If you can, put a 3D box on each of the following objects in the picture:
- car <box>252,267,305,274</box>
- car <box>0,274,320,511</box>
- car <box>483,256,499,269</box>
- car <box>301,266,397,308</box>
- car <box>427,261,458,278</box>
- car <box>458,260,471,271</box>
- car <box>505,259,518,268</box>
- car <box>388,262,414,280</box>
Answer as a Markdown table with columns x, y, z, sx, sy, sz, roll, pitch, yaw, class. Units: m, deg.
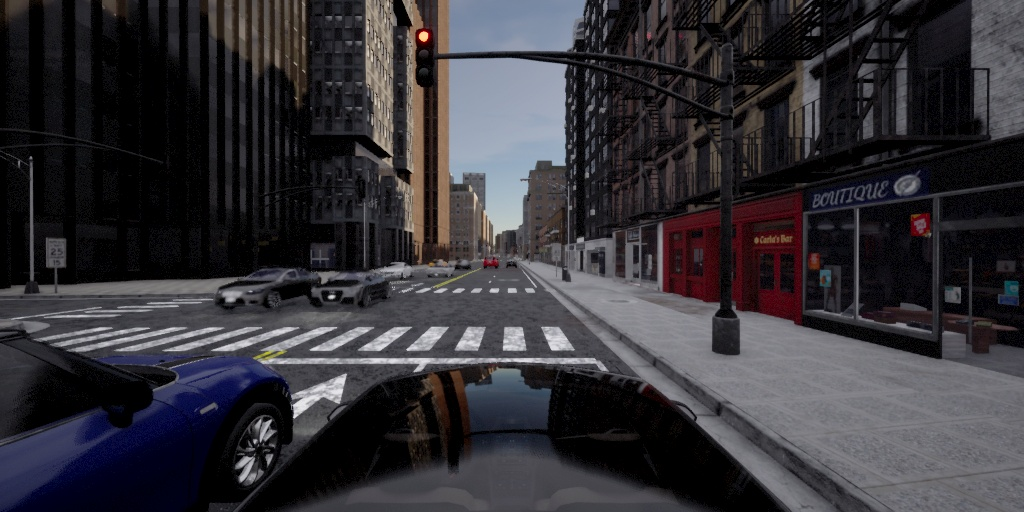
| x | y | z | sx | sy | sz | roll | pitch | yaw | class |
| --- | --- | --- | --- | --- | --- | --- | --- | --- | --- |
| -9.901 | 1.259 | 15.053 | 2.128 | 1.511 | 4.902 | -1 | 0 | 0 | car |
| -3.145 | 1.102 | 1.592 | 2.097 | 1.767 | 4.553 | 0 | 0 | 0 | car |
| -3.420 | 0.988 | 58.051 | 2.150 | 2.045 | 5.566 | 0 | 0 | 0 | car |
| -6.638 | 1.315 | 15.192 | 1.994 | 1.385 | 4.181 | 0 | 0 | 0 | car |
| -6.694 | 1.359 | 33.884 | 1.895 | 1.301 | 4.718 | 0 | 0 | 0 | car |
| -6.732 | 1.241 | 49.434 | 1.882 | 1.535 | 5.008 | 0 | 0 | 0 | car |
| -0.083 | 1.272 | 61.835 | 1.837 | 1.490 | 4.892 | 0 | 0 | 0 | car |
| -9.931 | 1.282 | 31.139 | 1.812 | 1.442 | 4.674 | 0 | 0 | 0 | car |
